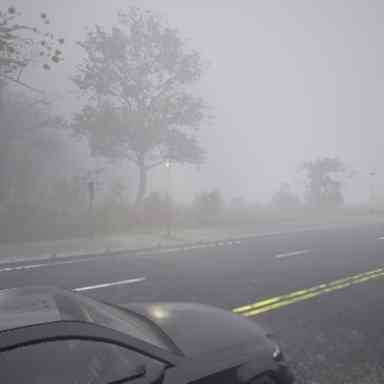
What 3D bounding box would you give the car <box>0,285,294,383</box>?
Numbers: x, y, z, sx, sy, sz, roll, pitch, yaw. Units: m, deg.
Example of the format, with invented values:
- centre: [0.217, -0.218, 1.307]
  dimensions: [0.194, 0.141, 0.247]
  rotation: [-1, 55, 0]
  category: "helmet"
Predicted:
- centre: [-1.223, 1.528, 2.587]
  dimensions: [4.674, 1.442, 1.812]
  rotation: [0, 0, -36]
  category: "car"
